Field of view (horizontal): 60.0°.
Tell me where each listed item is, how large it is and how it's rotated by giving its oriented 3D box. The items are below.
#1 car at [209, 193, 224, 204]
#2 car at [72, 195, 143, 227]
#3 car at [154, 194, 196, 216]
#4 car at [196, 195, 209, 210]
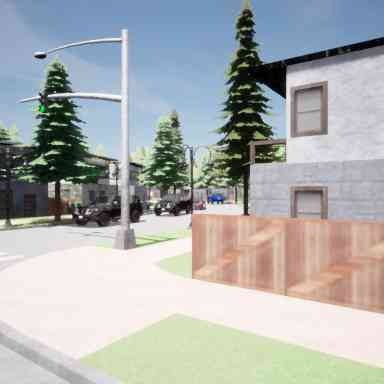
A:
[{"bbox_3d":[4.266,1.202,60.854,2.150,2.045,5.566,0,0,-9],"label":"car"},{"bbox_3d":[-5.640,1.202,23.094,2.150,2.045,5.566,0,0,27],"label":"car"},{"bbox_3d":[-1.747,1.202,32.471,2.150,2.045,5.566,0,0,18],"label":"car"},{"bbox_3d":[0.510,1.333,42.070,2.097,1.767,4.553,0,0,9],"label":"car"}]
